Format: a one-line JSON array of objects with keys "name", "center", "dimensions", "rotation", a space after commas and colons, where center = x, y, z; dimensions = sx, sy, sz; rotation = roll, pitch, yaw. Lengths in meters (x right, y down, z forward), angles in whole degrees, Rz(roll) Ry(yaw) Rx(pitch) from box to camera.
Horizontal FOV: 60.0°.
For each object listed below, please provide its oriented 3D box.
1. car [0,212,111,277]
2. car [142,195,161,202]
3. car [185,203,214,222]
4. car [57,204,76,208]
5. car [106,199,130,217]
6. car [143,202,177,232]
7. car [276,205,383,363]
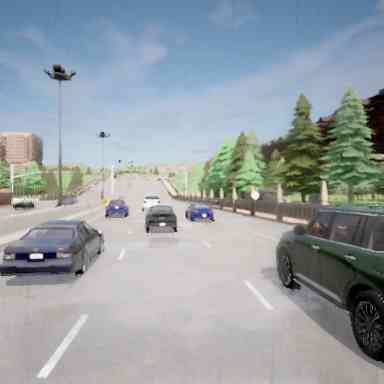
[{"name": "car", "center": [-4.025, 1.596, 10.461], "dimensions": [2.033, 1.411, 5.357], "rotation": [0, 0, -7]}, {"name": "car", "center": [-5.068, 1.376, 41.536], "dimensions": [2.150, 2.045, 5.566], "rotation": [0, 0, -9]}, {"name": "car", "center": [0.589, 1.615, 27.446], "dimensions": [1.812, 1.442, 4.674], "rotation": [0, 0, -9]}, {"name": "car", "center": [-16.054, 1.688, 42.748], "dimensions": [2.128, 1.511, 4.902], "rotation": [0, 0, -8]}, {"name": "car", "center": [-7.358, 1.488, 33.217], "dimensions": [2.097, 1.767, 4.553], "rotation": [0, 0, -9]}, {"name": "car", "center": [-1.995, 1.581, 20.916], "dimensions": [1.837, 1.490, 4.892], "rotation": [0, 0, -8]}, {"name": "car", "center": [3.330, 1.230, 6.082], "dimensions": [2.150, 2.045, 5.566], "rotation": [0, 0, -4]}]
